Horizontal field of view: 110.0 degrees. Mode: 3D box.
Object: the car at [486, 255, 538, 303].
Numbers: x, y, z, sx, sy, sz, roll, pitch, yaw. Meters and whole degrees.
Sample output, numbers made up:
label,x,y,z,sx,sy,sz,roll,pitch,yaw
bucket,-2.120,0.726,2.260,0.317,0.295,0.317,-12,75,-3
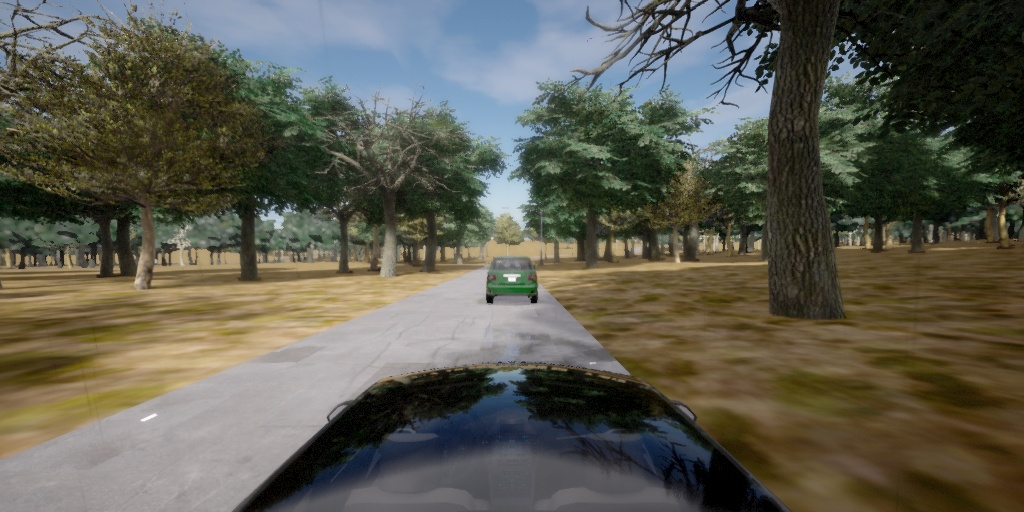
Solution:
label,x,y,z,sx,sy,sz,roll,pitch,yaw
car,0.000,0.996,16.539,2.150,2.045,5.566,0,0,0
